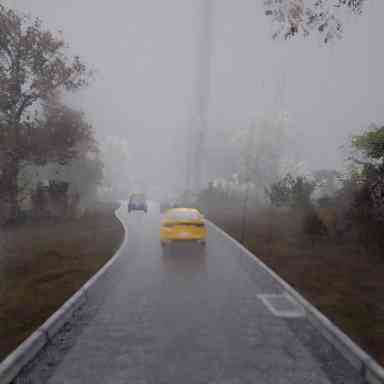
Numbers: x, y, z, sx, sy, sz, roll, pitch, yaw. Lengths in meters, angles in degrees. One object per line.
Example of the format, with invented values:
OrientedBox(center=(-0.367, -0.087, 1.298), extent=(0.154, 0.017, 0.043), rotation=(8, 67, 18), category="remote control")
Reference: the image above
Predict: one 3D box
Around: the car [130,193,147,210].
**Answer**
OrientedBox(center=(-7.447, 1.240, 45.832), extent=(2.150, 2.045, 5.566), rotation=(0, 0, -10), category="car")

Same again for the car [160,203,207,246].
OrientedBox(center=(-0.433, 1.483, 15.390), extent=(1.882, 1.535, 5.008), rotation=(0, 0, -3), category="car")

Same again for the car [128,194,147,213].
OrientedBox(center=(-6.060, 1.366, 37.088), extent=(2.097, 1.767, 4.553), rotation=(0, 0, -9), category="car")

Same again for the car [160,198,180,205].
OrientedBox(center=(-2.355, 1.366, 35.500), extent=(2.097, 1.767, 4.553), rotation=(0, 0, -7), category="car")
